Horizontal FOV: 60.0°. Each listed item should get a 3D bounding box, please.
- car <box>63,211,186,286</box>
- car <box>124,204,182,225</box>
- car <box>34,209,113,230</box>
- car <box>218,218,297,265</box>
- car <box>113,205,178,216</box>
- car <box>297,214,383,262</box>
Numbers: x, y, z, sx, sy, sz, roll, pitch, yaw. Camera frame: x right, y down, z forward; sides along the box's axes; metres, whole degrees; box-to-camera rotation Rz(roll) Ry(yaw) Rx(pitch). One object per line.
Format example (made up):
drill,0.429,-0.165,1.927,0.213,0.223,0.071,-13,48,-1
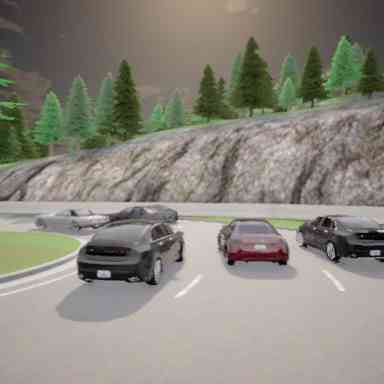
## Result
car,-1.457,1.548,9.631,1.837,1.490,4.892,0,0,11
car,-3.078,1.682,25.981,4.181,1.385,1.994,0,0,31
car,-7.464,1.676,20.425,4.718,1.301,1.895,0,0,28
car,2.070,1.629,11.950,1.994,1.385,4.181,0,0,1
car,-3.552,1.646,22.309,5.357,1.411,2.033,0,0,37
car,5.481,1.587,12.467,1.837,1.490,4.892,1,0,-2
